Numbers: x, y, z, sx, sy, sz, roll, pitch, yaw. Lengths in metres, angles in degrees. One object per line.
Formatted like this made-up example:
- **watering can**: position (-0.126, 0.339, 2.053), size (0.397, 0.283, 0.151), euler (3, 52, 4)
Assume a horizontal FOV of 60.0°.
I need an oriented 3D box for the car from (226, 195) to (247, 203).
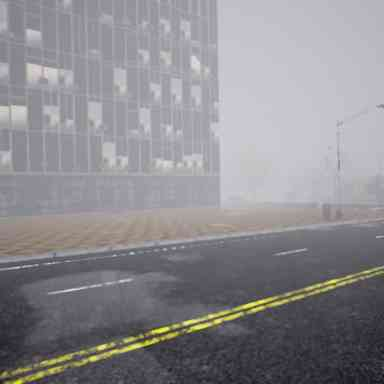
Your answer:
- **car**: position (8.598, 1.299, 64.628), size (2.128, 1.511, 4.902), euler (-1, 1, -32)
